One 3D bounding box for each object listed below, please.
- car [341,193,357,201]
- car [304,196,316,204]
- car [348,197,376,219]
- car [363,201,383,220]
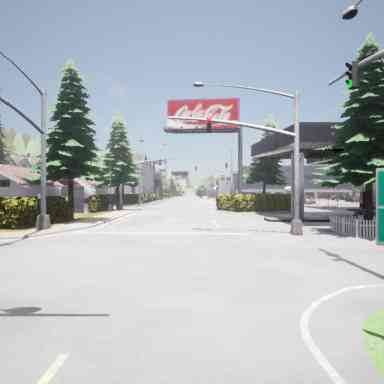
[{"bbox_3d":[34.732,1.489,71.890,2.007,1.523,4.514,0,0,0],"label":"car"},{"bbox_3d":[22.347,1.552,64.068,1.970,1.475,3.806,0,0,0],"label":"car"},{"bbox_3d":[14.308,1.505,24.982,3.866,1.878,1.905,0,0,0],"label":"car"},{"bbox_3d":[18.621,1.672,30.662,4.611,1.667,2.242,0,0,0],"label":"car"}]
